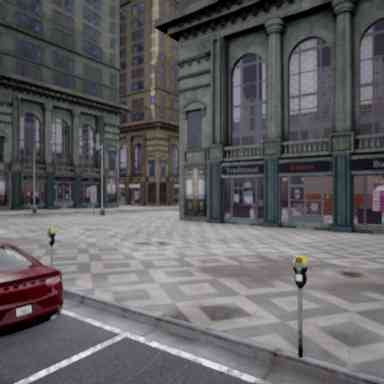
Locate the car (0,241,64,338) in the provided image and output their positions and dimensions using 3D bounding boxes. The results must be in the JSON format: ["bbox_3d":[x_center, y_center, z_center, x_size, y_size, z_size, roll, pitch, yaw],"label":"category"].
[{"bbox_3d":[-4.164,1.520,5.956,4.507,1.381,1.887,0,0,36],"label":"car"}]
